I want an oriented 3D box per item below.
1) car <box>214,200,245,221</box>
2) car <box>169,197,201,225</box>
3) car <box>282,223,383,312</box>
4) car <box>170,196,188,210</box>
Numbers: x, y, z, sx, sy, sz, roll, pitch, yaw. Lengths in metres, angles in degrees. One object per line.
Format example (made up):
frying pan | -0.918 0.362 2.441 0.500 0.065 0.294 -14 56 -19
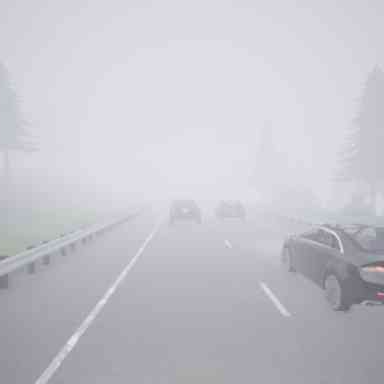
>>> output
car | 2.861 1.370 25.877 2.128 1.511 4.902 0 0 -3
car | -0.521 1.244 23.498 2.097 1.767 4.553 0 0 -3
car | 3.503 1.453 7.600 2.128 1.511 4.902 0 0 -1
car | -1.697 1.303 41.384 2.128 1.511 4.902 0 0 -4
